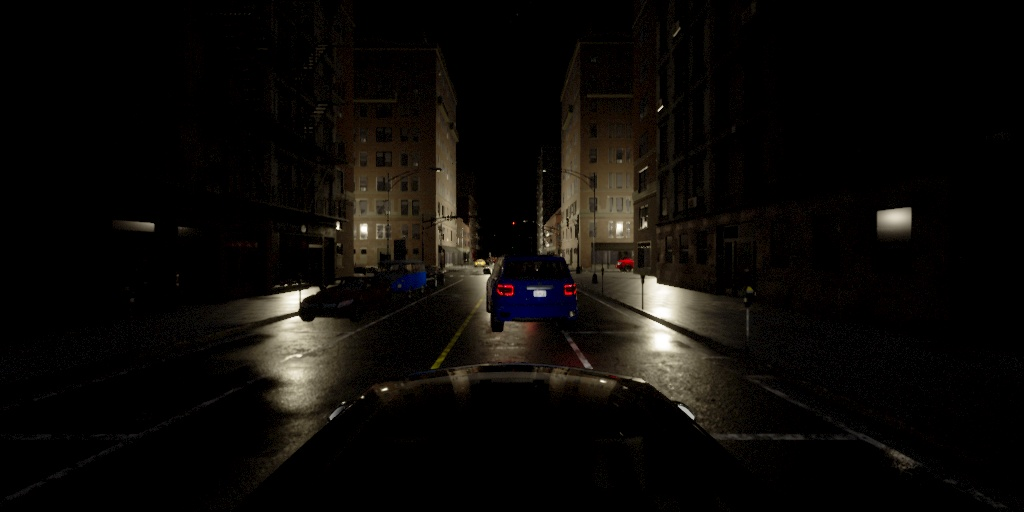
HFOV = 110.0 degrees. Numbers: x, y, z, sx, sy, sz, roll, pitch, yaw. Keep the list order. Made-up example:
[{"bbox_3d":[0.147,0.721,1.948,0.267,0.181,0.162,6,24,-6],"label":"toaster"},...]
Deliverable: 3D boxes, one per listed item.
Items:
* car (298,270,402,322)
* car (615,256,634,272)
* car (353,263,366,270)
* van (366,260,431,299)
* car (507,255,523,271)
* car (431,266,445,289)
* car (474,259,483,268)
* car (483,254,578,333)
[{"bbox_3d":[-5.395,1.326,12.159,1.802,1.307,4.207,0,0,0],"label":"car"},{"bbox_3d":[15.327,0.856,43.023,5.566,2.045,2.150,0,0,0],"label":"car"},{"bbox_3d":[-16.922,1.417,40.018,4.718,1.301,1.895,0,0,0],"label":"car"},{"bbox_3d":[-5.394,1.082,17.566,1.690,1.789,3.998,0,0,0],"label":"van"},{"bbox_3d":[0.427,0.946,50.810,2.150,2.045,5.566,0,0,0],"label":"car"},{"bbox_3d":[-5.394,1.289,22.972,2.007,1.370,4.403,0,0,0],"label":"car"},{"bbox_3d":[-5.396,1.244,60.765,1.751,1.417,4.829,0,0,0],"label":"car"},{"bbox_3d":[0.359,0.966,11.002,2.150,2.045,5.566,0,0,-6],"label":"car"}]
